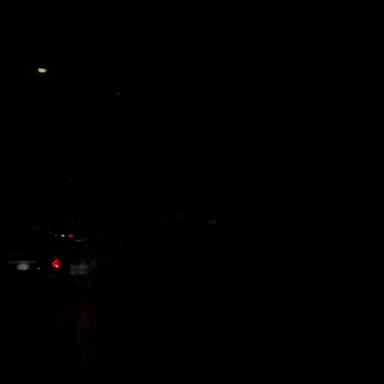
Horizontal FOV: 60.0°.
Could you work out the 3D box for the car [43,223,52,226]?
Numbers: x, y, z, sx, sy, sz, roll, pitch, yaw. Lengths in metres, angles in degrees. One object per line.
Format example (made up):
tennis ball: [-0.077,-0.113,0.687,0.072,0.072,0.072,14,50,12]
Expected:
car: [-15.471,4.097,33.715,1.802,1.307,4.206,3,-5,-18]

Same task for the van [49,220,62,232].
van: [-22.508,5.559,54.990,1.690,1.788,3.998,3,-5,-18]

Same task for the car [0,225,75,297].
car: [-5.048,2.122,10.650,2.097,1.767,4.553,3,-5,-18]

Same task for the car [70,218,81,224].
car: [-27.527,7.243,78.540,2.150,2.045,5.566,3,-5,-18]

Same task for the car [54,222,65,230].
car: [-25.983,6.593,65.438,1.752,1.417,4.829,3,-5,-18]

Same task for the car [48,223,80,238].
car: [-11.280,3.791,29.434,2.033,1.411,5.357,3,-5,-18]

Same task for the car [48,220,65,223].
car: [-20.746,5.104,49.679,2.192,1.841,5.009,3,-5,-18]

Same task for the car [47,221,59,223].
car: [-17.231,4.488,39.031,2.008,1.369,4.403,3,-5,-18]

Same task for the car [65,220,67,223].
car: [-24.269,5.963,60.305,2.192,1.841,5.009,3,-5,-18]

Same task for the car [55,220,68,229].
car: [-27.791,6.831,70.931,2.192,1.841,5.009,3,-5,-18]
